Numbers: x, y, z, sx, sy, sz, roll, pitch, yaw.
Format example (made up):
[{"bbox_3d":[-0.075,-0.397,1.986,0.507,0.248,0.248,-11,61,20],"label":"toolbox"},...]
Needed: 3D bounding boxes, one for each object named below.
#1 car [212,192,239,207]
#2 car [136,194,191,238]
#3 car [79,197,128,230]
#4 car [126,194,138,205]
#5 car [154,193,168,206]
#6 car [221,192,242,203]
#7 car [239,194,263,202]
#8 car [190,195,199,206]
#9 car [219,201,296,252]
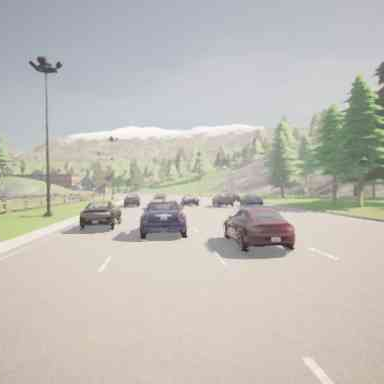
[{"bbox_3d":[3.513,0.909,38.050,2.128,1.511,4.902,-1,1,-6],"label":"car"},{"bbox_3d":[-1.422,1.138,16.552,2.097,1.767,4.553,-1,1,-5],"label":"car"},{"bbox_3d":[-5.196,1.290,19.392,2.128,1.511,4.902,-1,1,-6],"label":"car"},{"bbox_3d":[-7.351,1.015,41.219,2.128,1.511,4.902,-1,1,-6],"label":"car"},{"bbox_3d":[-4.130,0.962,44.204,1.812,1.442,4.674,-1,1,-6],"label":"car"},{"bbox_3d":[5.813,0.774,49.354,2.033,1.411,5.357,-1,1,-6],"label":"car"},{"bbox_3d":[6.929,0.919,39.063,1.994,1.385,4.181,-1,1,-5],"label":"car"},{"bbox_3d":[-0.276,1.031,40.829,1.895,1.301,4.718,-1,1,-6],"label":"car"},{"bbox_3d":[2.453,1.310,12.806,1.812,1.442,4.674,-1,1,-5],"label":"car"}]
